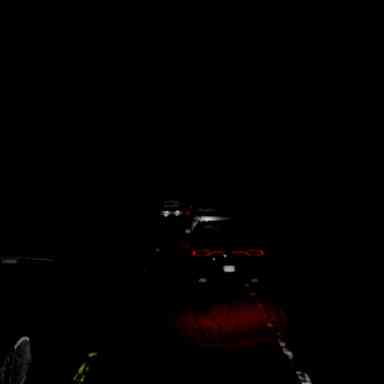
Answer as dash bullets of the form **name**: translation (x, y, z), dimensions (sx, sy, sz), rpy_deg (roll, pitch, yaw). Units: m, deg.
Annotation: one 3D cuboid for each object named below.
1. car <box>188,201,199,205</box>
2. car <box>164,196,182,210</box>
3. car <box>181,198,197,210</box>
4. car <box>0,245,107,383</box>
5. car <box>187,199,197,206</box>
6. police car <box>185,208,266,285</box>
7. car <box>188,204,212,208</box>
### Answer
- **car**: translation (0.796, 1.694, 25.760), dimensions (1.837, 1.490, 4.892), rpy_deg (0, 0, 0)
- **car**: translation (-2.900, 1.600, 49.246), dimensions (2.150, 2.045, 5.566), rpy_deg (0, 0, 0)
- **car**: translation (-0.017, 1.853, 47.134), dimensions (2.128, 1.511, 4.902), rpy_deg (0, 0, 0)
- **car**: translation (-2.857, 1.639, 5.332), dimensions (1.895, 1.301, 4.718), rpy_deg (0, 0, 0)
- **car**: translation (-0.076, 2.135, 66.312), dimensions (1.895, 1.301, 4.718), rpy_deg (0, -1, 0)
- **police car**: translation (0.814, 1.496, 9.871), dimensions (1.930, 1.638, 5.238), rpy_deg (0, 0, 0)
- **car**: translation (0.803, 1.669, 19.761), dimensions (1.812, 1.442, 4.674), rpy_deg (0, 0, 0)
